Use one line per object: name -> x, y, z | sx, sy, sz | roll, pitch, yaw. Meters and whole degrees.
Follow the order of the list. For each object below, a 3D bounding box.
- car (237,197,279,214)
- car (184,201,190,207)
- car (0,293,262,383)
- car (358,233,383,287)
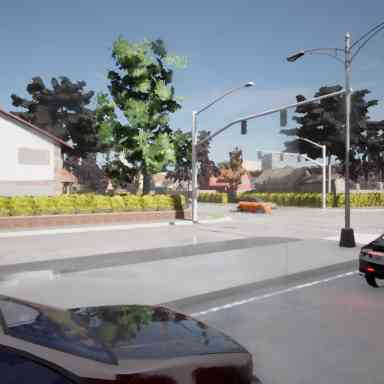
car -> 6.886, 1.352, 34.937 | 2.097, 1.767, 4.553 | 0, 0, -36
car -> -2.069, 1.564, 47.264 | 1.994, 1.385, 4.181 | 0, 0, -36
car -> -1.954, 1.547, 2.355 | 5.357, 1.411, 2.033 | 0, 0, -35
car -> 5.965, 1.492, 8.038 | 4.902, 1.511, 2.128 | 0, 0, -35
